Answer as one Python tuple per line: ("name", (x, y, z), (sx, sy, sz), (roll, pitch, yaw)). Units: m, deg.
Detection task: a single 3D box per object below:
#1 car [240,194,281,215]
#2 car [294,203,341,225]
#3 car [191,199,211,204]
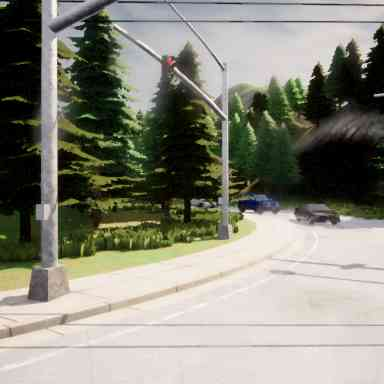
("car", (6.910, 1.221, 34.996), (2.150, 2.045, 5.566), (0, 0, -23))
("car", (9.026, 1.547, 24.506), (2.033, 1.411, 5.357), (0, 0, 2))
("car", (1.072, 1.224, 45.435), (2.150, 2.045, 5.566), (0, 0, -35))
